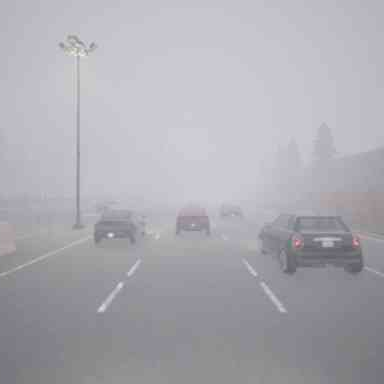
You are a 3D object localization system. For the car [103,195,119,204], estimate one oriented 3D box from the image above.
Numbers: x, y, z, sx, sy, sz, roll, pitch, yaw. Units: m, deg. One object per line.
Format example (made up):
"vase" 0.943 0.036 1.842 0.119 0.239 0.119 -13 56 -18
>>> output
"car" -16.682 1.577 68.747 2.097 1.767 4.553 0 0 1

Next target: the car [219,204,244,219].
"car" 3.576 1.739 31.033 1.895 1.301 4.718 0 0 1

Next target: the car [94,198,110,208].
"car" -10.376 1.785 41.336 1.895 1.301 4.718 0 0 2

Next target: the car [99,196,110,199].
"car" -13.633 1.582 51.612 2.097 1.767 4.553 0 0 2

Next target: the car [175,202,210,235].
"car" 0.038 1.566 19.668 1.882 1.535 5.008 0 0 0

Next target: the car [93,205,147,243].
"car" -3.439 1.578 16.436 1.837 1.490 4.892 0 0 0

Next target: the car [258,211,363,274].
"car" 3.591 1.401 10.927 2.097 1.767 4.553 0 0 0
